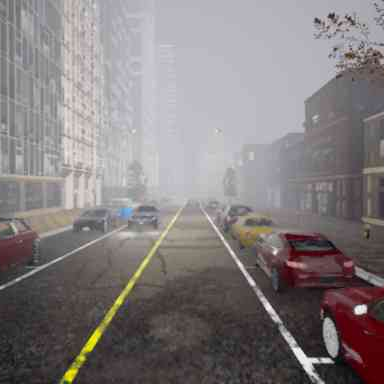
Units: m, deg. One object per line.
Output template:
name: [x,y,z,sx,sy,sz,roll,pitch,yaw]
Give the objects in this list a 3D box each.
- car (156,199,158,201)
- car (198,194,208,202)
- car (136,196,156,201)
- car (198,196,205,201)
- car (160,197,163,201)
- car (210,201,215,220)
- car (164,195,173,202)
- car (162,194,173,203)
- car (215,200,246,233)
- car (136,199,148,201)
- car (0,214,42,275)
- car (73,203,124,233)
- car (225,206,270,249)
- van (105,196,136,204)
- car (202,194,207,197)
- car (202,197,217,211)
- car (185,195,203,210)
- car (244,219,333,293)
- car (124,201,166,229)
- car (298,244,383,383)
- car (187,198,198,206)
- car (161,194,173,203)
car: [-5.717,1.673,42.584,1.802,1.307,4.206,-1,0,0]
car: [2.651,1.496,82.039,2.192,1.841,5.009,-1,0,0]
car: [-5.724,1.393,36.941,2.192,1.841,5.009,-1,0,0]
car: [2.653,1.790,93.326,1.802,1.307,4.206,-1,0,0]
car: [-5.715,1.669,48.229,1.947,1.339,4.313,-1,0,0]
car: [2.671,1.619,25.599,1.947,1.339,4.313,-1,0,0]
car: [-5.726,1.621,82.093,1.967,1.590,4.097,-1,0,0]
car: [-5.722,1.720,70.805,1.947,1.339,4.313,-1,0,0]
car: [2.671,1.481,19.955,1.967,1.590,4.097,-1,0,0]
car: [-5.694,1.617,31.297,2.008,1.369,4.403,-1,0,0]
car: [-5.673,1.458,8.720,1.967,1.590,4.097,-1,0,0]
car: [-5.674,1.607,20.008,1.947,1.339,4.313,-1,0,0]
car: [2.674,1.555,14.481,1.752,1.417,4.829,-1,0,0]
van: [-5.683,1.395,25.653,1.690,1.788,3.998,-1,0,0]
car: [2.663,1.543,48.175,1.967,1.590,4.097,-1,0,0]
car: [2.666,1.657,42.531,1.947,1.339,4.313,-1,0,0]
car: [0.088,1.588,45.654,2.128,1.511,4.902,0,0,0]
car: [2.676,1.600,8.667,1.802,1.307,4.206,-1,0,0]
car: [-3.008,1.579,21.991,1.812,1.442,4.674,0,0,0]
car: [2.678,1.551,3.023,1.887,1.381,4.507,-1,0,0]
car: [0.083,1.730,60.069,1.895,1.301,4.718,0,0,0]
car: [-5.727,1.482,76.449,2.192,1.841,5.009,-1,0,0]
